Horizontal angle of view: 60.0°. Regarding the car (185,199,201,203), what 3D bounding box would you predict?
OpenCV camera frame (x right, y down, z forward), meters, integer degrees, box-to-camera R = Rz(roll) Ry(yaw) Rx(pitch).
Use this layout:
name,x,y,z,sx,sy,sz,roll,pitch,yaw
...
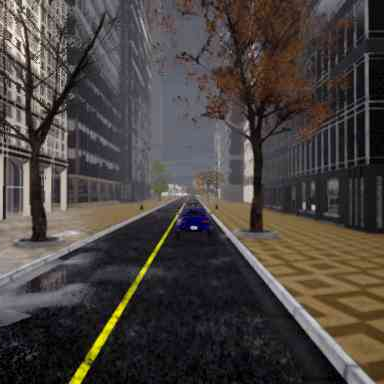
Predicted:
name,x,y,z,sx,sy,sz,roll,pitch,yaw
car,0.089,1.553,40.750,2.033,1.411,5.357,0,0,0

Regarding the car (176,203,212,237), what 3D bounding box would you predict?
name,x,y,z,sx,sy,sz,roll,pitch,yaw
car,0.096,1.528,18.082,1.812,1.442,4.674,0,0,0
